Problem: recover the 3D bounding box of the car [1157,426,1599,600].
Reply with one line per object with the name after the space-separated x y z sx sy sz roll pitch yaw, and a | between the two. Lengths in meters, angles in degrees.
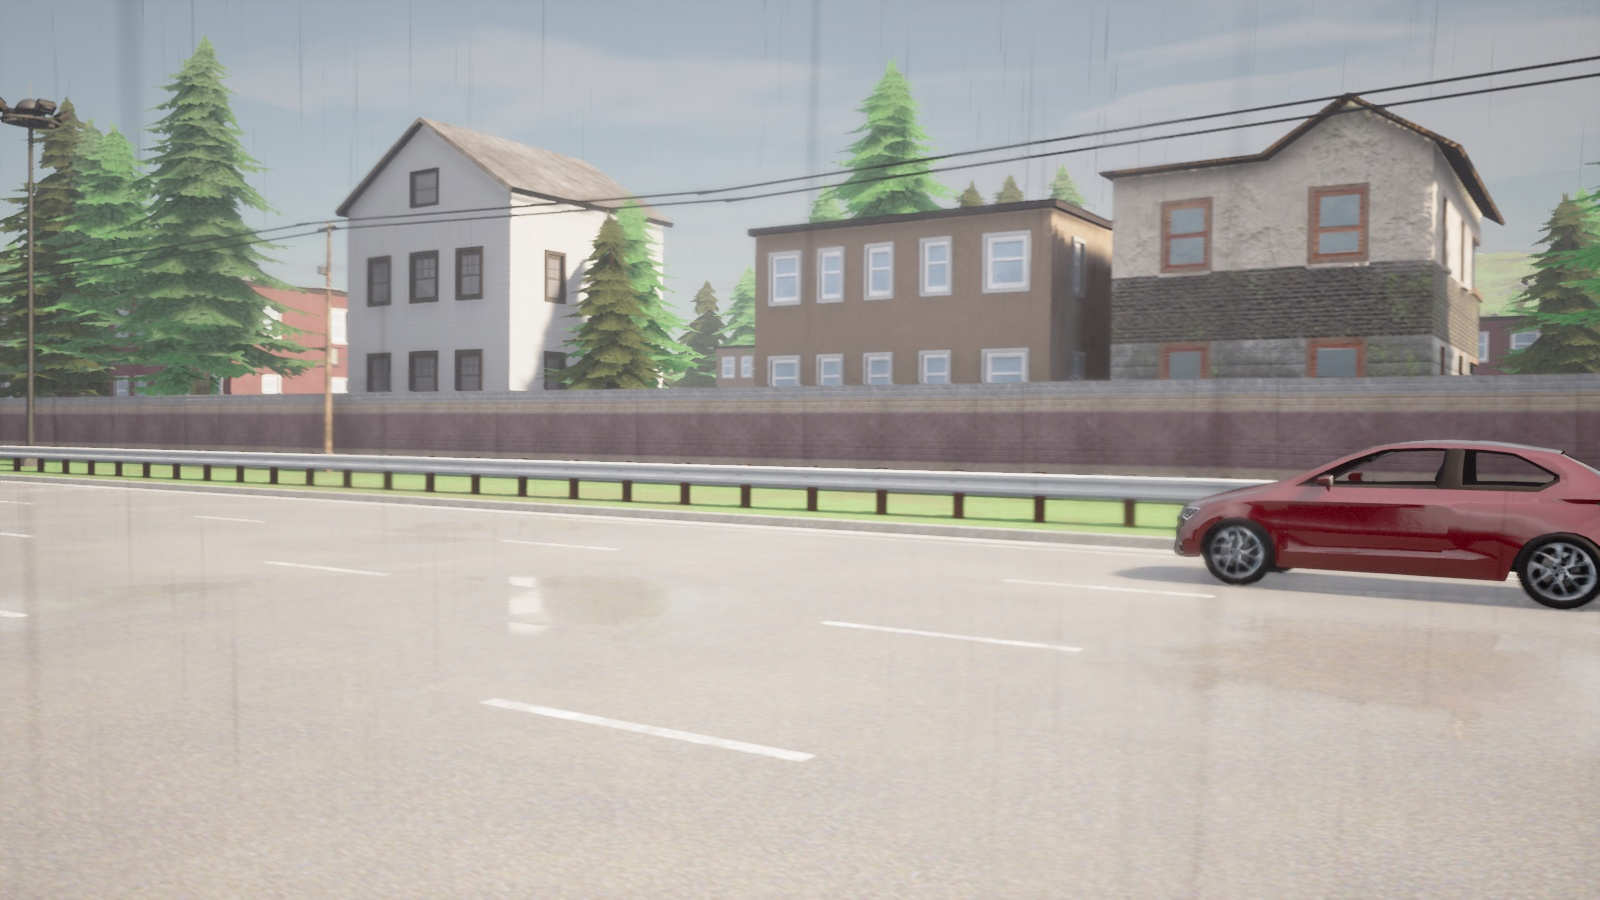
5.872 0.524 12.327 4.193 1.474 1.816 0 1 34 | car
